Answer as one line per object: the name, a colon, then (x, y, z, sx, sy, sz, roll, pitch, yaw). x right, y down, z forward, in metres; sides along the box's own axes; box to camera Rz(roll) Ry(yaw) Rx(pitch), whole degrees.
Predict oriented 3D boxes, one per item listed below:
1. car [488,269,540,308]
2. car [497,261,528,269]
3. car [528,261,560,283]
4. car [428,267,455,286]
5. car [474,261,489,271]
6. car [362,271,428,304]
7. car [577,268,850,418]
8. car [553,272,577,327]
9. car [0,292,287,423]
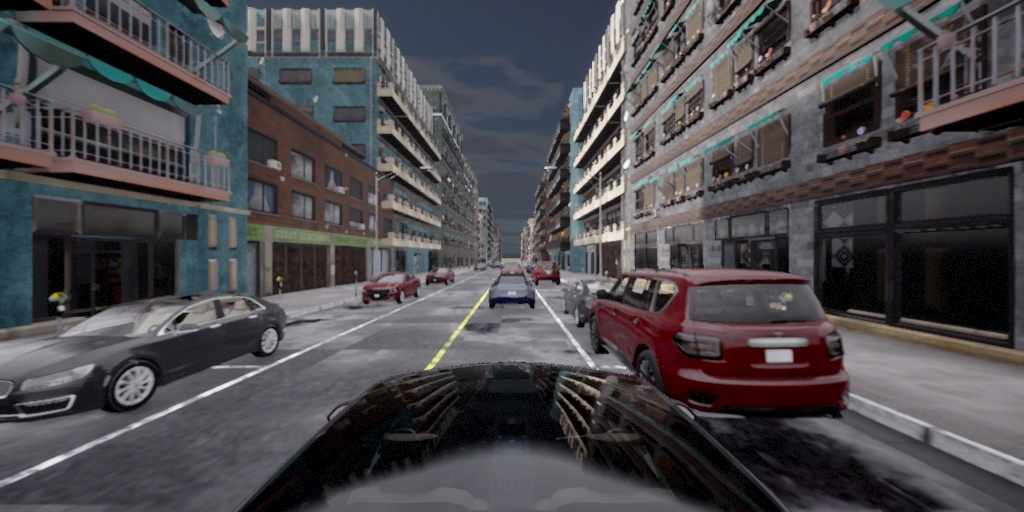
car: (0.012, 1.456, 16.134, 1.994, 1.385, 4.181, 0, -1, 0)
car: (0.018, 1.394, 30.906, 2.097, 1.767, 4.553, 0, -1, 0)
car: (2.702, 1.335, 28.708, 2.192, 1.841, 5.009, 0, 0, 0)
car: (-5.679, 1.566, 28.715, 1.888, 1.381, 4.507, 0, 0, 0)
car: (-5.662, 1.949, 62.821, 1.948, 1.339, 4.313, 0, 0, 0)
car: (-5.685, 1.449, 17.346, 1.888, 1.381, 4.507, 0, 0, 0)
car: (2.691, 1.106, 5.970, 2.192, 1.841, 5.009, 0, 0, 0)
car: (2.694, 1.397, 11.655, 2.007, 1.370, 4.403, 0, 0, 0)
car: (-5.690, 1.342, 5.978, 2.007, 1.370, 4.403, 0, 0, 0)
